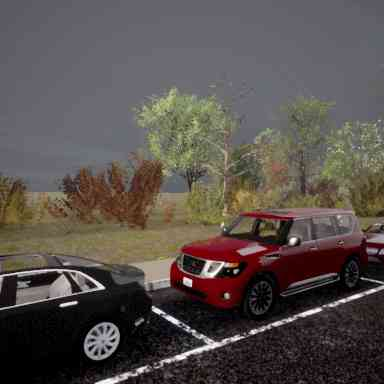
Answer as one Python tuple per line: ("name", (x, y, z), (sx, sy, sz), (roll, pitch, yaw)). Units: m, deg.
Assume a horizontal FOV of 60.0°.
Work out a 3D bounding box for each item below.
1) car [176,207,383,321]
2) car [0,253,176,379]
("car", (1.971, 1.316, 7.487), (5.009, 1.841, 2.192), (0, 1, -35))
("car", (-2.635, 1.551, 4.209), (4.403, 1.369, 2.008), (0, 1, -35))
